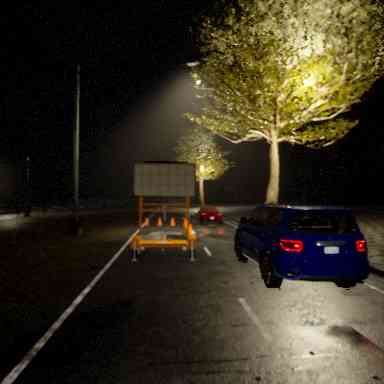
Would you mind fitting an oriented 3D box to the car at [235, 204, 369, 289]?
[{"bbox_3d":[2.764,1.354,9.712,2.150,2.045,5.566,1,-1,-4],"label":"car"}]

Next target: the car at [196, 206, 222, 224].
[{"bbox_3d":[1.425,1.928,28.564,1.812,1.442,4.674,1,-1,-4],"label":"car"}]

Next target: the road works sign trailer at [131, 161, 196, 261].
[{"bbox_3d":[-1.065,0.601,12.906,2.380,3.560,2.880,1,-1,-4],"label":"road works sign trailer"}]
